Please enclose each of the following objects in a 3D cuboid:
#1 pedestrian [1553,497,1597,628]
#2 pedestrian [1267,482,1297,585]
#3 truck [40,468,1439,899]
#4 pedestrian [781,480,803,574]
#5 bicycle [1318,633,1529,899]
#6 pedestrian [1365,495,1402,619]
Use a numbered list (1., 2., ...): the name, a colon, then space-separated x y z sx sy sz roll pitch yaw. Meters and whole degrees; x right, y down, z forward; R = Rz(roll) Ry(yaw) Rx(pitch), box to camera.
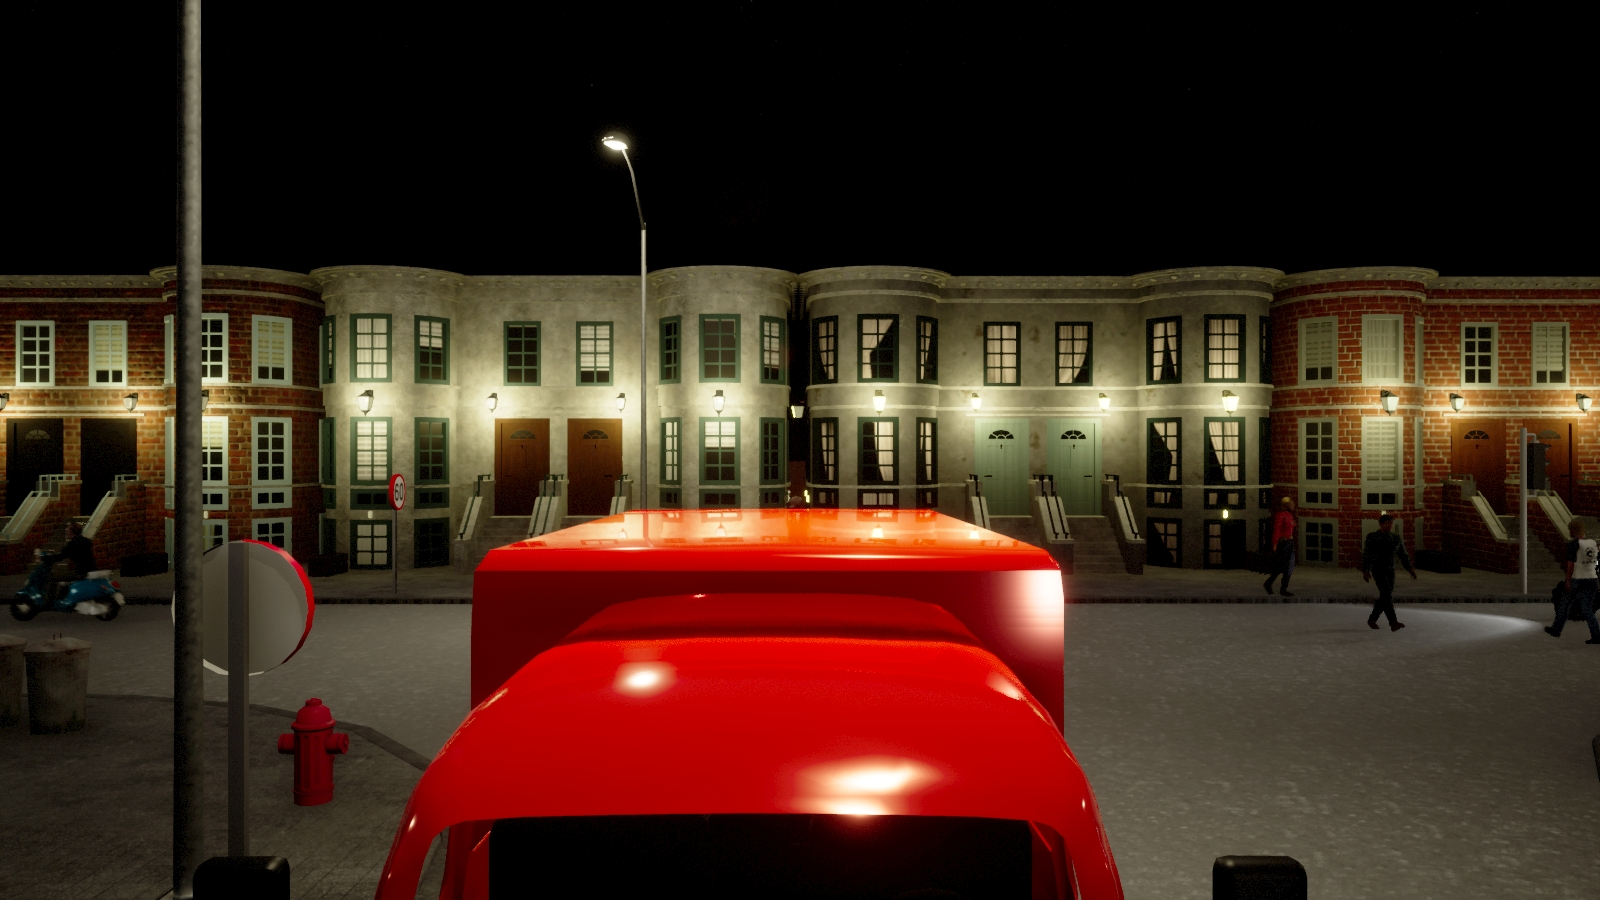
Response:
1. pedestrian: 11.299 1.629 16.658 0.375 1.860 0.375 0 0 -6
2. pedestrian: 8.860 1.525 21.008 0.375 1.860 0.375 0 0 -36
3. truck: -0.117 1.348 4.748 2.627 2.467 5.204 0 0 0
4. pedestrian: -0.164 1.525 22.795 0.375 1.860 0.375 0 0 11
5. bicycle: 3.842 1.940 7.198 0.329 1.271 1.835 0 0 0
6. pedestrian: 8.924 1.628 17.477 0.375 1.860 0.375 0 0 -1
